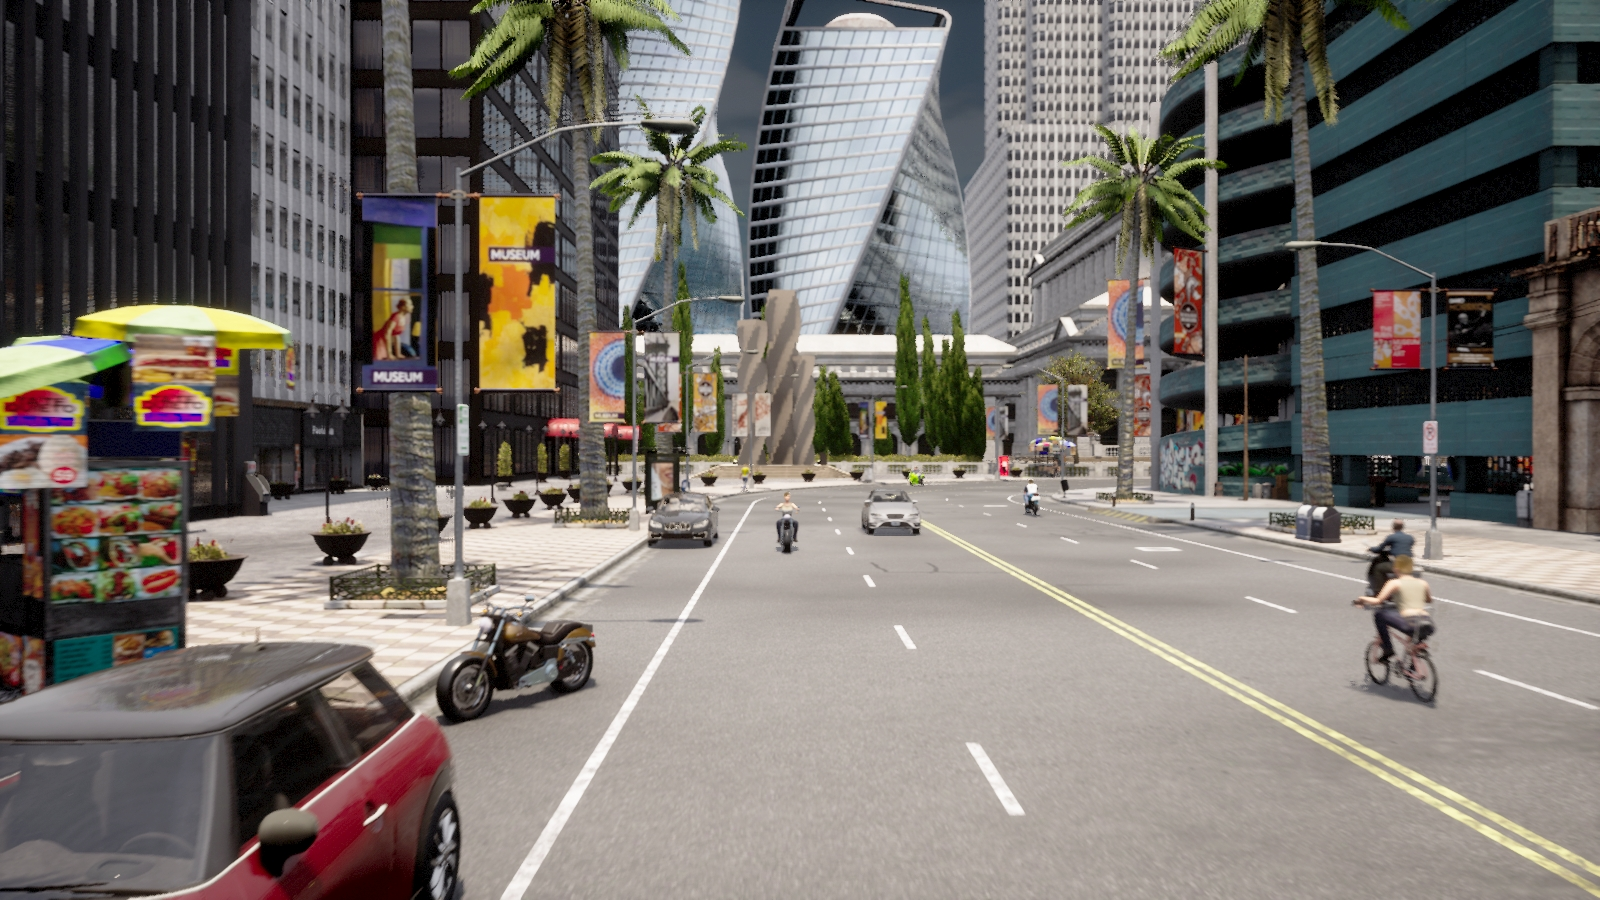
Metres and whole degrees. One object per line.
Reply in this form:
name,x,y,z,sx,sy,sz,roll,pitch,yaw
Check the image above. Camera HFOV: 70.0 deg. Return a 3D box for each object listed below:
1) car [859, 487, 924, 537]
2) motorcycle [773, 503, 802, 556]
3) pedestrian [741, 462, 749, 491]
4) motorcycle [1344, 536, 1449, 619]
car,3.058,2.063,38.978,1.816,1.474,4.193,0,0,-1
motorcycle,-0.354,2.168,31.554,0.764,1.277,2.356,0,0,-1
pedestrian,-3.481,1.692,72.660,0.375,1.860,0.375,0,0,18
motorcycle,10.285,2.181,19.776,0.856,1.236,1.805,0,0,-1
